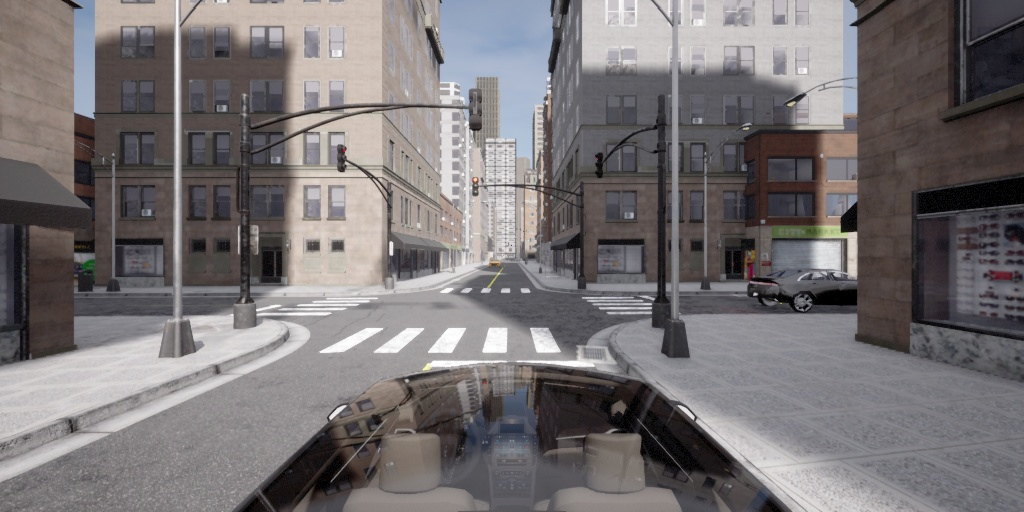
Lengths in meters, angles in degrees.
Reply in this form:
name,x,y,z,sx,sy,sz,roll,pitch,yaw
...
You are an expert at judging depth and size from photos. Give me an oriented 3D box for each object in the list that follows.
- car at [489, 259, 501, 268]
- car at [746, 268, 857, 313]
name,x,y,z,sx,sy,sz,roll,pitch,yaw
car,-2.993,1.207,62.949,1.882,1.535,5.008,0,0,0
car,11.429,1.209,13.264,4.902,1.511,2.128,0,0,0
